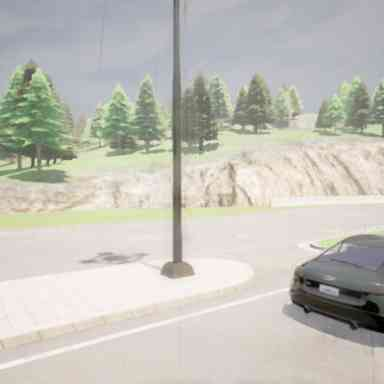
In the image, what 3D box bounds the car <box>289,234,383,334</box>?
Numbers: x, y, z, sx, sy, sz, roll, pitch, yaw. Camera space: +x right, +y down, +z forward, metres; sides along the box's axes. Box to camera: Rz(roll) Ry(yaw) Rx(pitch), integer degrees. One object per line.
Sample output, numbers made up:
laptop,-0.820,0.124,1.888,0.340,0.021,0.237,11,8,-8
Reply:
car,3.828,1.527,6.459,4.181,1.385,1.994,0,0,-35
